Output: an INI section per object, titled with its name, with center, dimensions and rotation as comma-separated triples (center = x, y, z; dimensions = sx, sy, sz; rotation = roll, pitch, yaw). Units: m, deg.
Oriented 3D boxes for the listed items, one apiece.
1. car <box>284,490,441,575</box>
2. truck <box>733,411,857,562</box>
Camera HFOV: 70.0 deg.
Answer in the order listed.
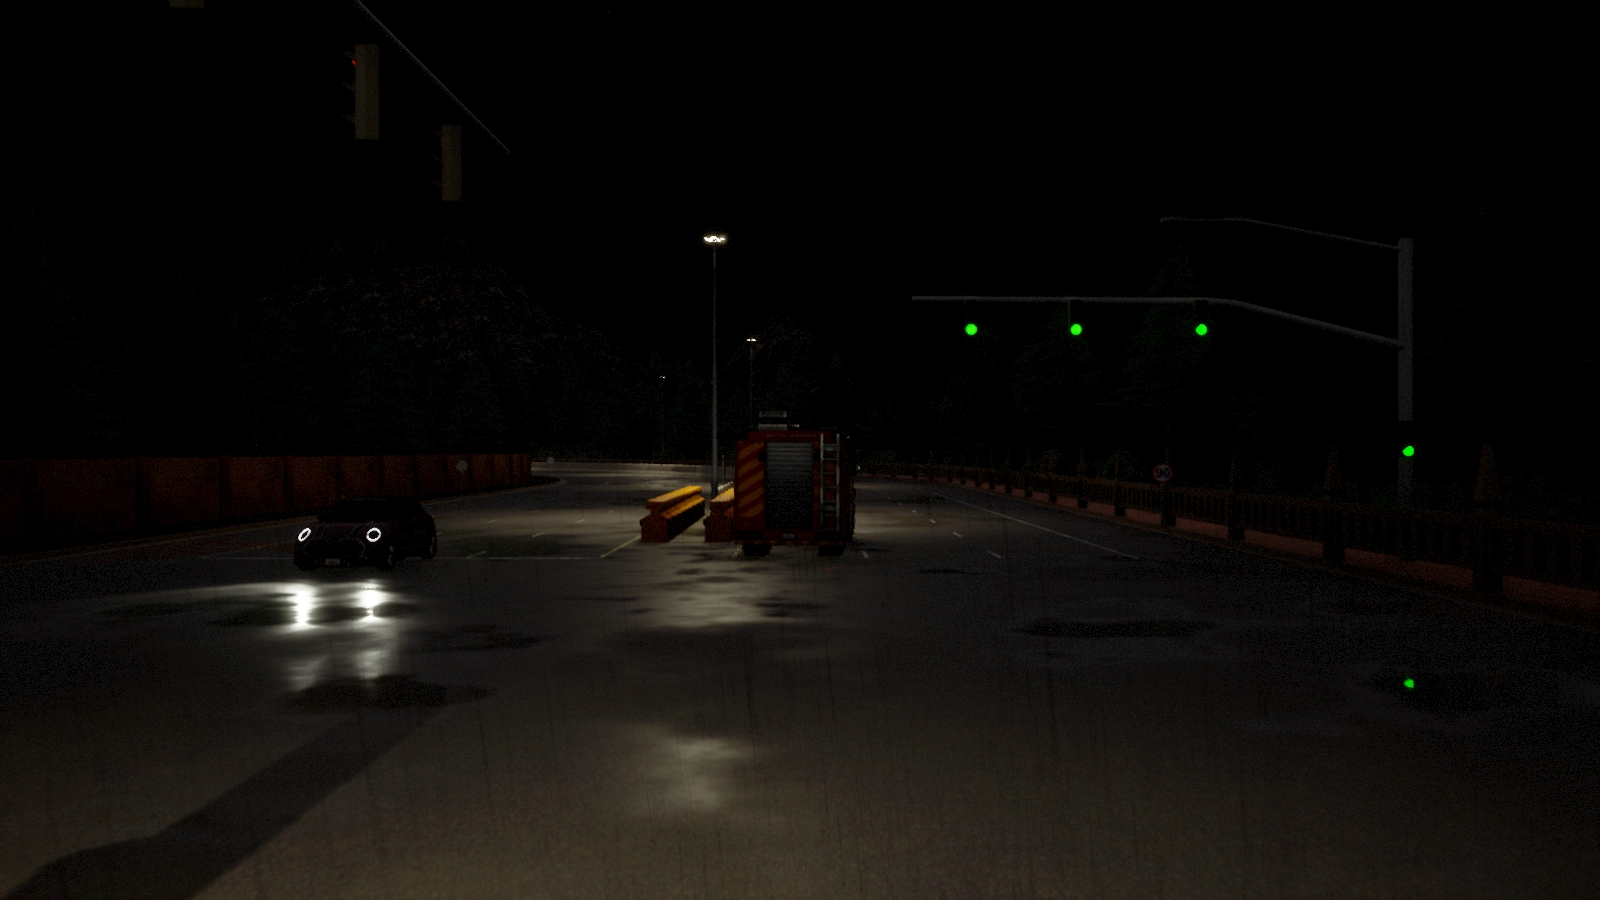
[car]
center = -10.513, 1.927, 27.859
dimensions = 2.097, 1.767, 4.553
rotation = 0, 0, 0
[truck]
center = 0.066, 0.916, 33.275
dimensions = 2.891, 3.827, 8.468
rotation = 0, 0, 5
